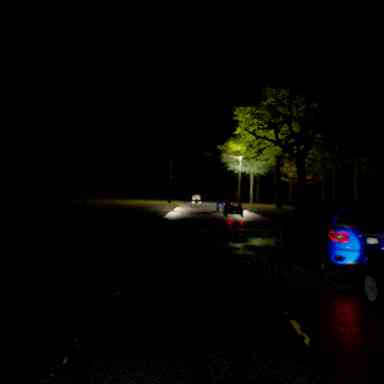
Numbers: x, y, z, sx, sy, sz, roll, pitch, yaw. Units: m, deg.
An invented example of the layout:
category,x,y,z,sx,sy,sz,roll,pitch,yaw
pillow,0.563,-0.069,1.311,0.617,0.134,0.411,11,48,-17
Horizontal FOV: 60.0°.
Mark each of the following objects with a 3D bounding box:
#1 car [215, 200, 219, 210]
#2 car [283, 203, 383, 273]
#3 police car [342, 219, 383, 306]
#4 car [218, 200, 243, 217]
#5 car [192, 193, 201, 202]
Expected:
category,x,y,z,sx,sy,sz,roll,pitch,yaw
car,4.305,1.831,46.584,2.033,1.411,5.357,1,0,1
car,4.750,1.381,11.342,2.150,2.045,5.566,1,0,1
police car,4.613,1.547,5.419,1.930,1.638,5.238,1,0,1
car,4.173,1.729,34.433,2.128,1.511,4.902,1,0,1
car,1.123,1.384,85.902,2.150,2.045,5.566,1,0,0
